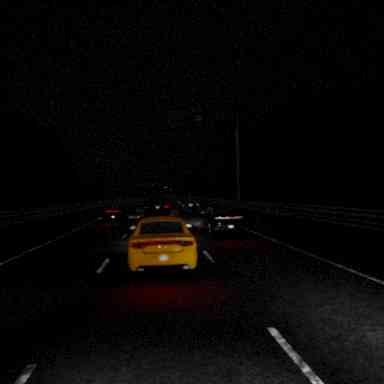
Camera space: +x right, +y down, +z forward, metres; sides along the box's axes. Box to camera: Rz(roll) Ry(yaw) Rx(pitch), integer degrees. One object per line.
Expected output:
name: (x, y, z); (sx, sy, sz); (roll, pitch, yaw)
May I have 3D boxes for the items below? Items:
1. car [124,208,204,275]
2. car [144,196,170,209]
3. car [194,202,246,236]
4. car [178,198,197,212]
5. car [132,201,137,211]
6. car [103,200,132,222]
car: (-0.994, 1.524, 10.836); (1.882, 1.535, 5.008); (-1, 0, -6)
car: (-3.110, 1.367, 29.750); (2.150, 2.045, 5.566); (-1, 0, -6)
car: (1.643, 1.496, 18.755); (2.128, 1.511, 4.902); (-1, 0, -6)
car: (-0.390, 1.460, 36.952); (2.097, 1.767, 4.553); (-1, 0, -6)
car: (-7.943, 1.813, 41.271); (1.837, 1.490, 4.892); (-1, 0, -6)
car: (-6.547, 1.729, 28.867); (1.837, 1.490, 4.892); (-1, 0, -6)
